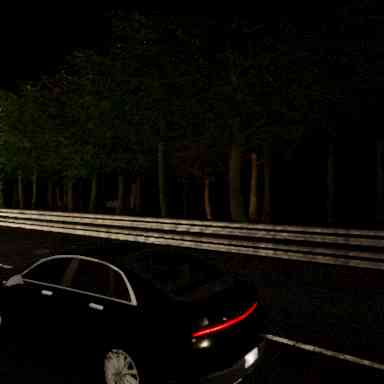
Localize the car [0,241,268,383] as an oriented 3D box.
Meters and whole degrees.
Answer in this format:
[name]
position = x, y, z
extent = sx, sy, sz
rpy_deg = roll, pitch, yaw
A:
[car]
position = -1.323, 1.516, 4.973
extent = 4.892, 1.490, 1.837
rpy_deg = 0, 0, 36
